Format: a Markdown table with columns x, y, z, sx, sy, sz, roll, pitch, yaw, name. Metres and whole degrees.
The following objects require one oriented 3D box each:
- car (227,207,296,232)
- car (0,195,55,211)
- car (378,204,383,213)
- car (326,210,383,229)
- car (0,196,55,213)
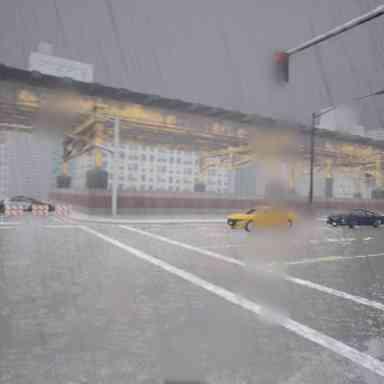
| x | y | z | sx | sy | sz | roll | pitch | yaw | name |
| --- | --- | --- | --- | --- | --- | --- | --- | --- | --- |
| 4.640 | 1.758 | 22.158 | 5.008 | 1.535 | 1.882 | 2 | 0 | -29 | car |
| -15.198 | 0.984 | 30.328 | 4.536 | 1.218 | 1.853 | 2 | 0 | 0 | car |
| 36.282 | 3.018 | 59.366 | 4.974 | 1.542 | 2.038 | 2 | 0 | 15 | car |
| 13.348 | 2.144 | 26.890 | 5.357 | 1.411 | 2.033 | 2 | 0 | -28 | car |
| -15.151 | 1.143 | 30.327 | 4.974 | 1.542 | 2.038 | 2 | 0 | 0 | car |
